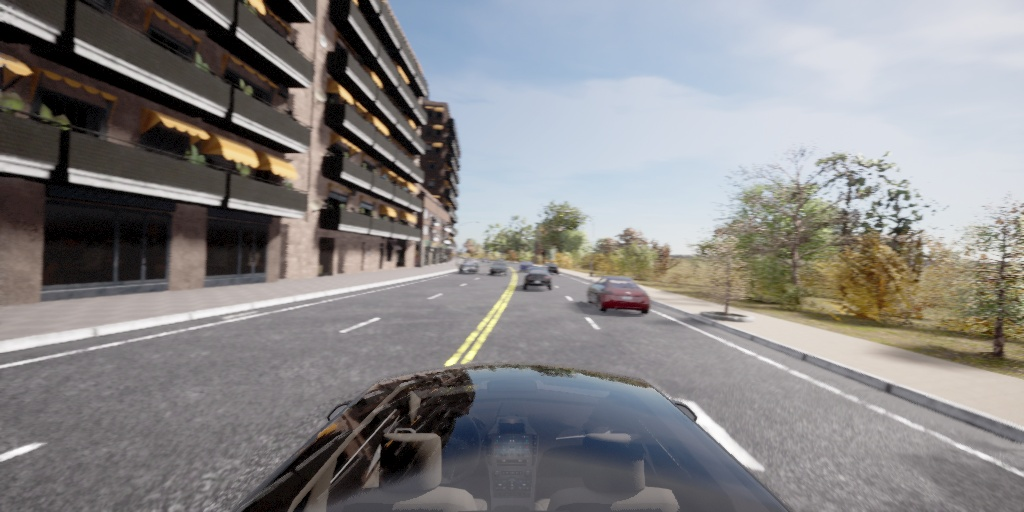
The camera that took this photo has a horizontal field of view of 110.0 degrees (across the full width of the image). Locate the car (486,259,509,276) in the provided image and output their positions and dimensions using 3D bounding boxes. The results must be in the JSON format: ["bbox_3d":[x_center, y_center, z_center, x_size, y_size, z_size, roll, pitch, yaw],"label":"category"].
[{"bbox_3d":[-1.421,1.369,38.901,1.837,1.490,4.892,3,-1,1],"label":"car"}]

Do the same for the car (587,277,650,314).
[{"bbox_3d":[4.558,1.604,15.820,1.994,1.385,4.181,3,0,3],"label":"car"}]

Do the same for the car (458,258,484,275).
[{"bbox_3d":[-4.666,1.201,39.016,2.128,1.511,4.902,3,0,1],"label":"car"}]

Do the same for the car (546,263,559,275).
[{"bbox_3d":[5.217,1.729,49.033,1.837,1.490,4.892,3,0,-1],"label":"car"}]

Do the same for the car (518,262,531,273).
[{"bbox_3d":[1.950,1.551,50.484,1.882,1.535,5.008,3,0,-1],"label":"car"}]

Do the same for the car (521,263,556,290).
[{"bbox_3d":[1.706,1.471,24.756,1.812,1.442,4.674,3,0,2],"label":"car"}]
